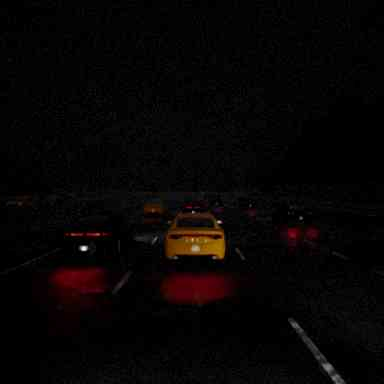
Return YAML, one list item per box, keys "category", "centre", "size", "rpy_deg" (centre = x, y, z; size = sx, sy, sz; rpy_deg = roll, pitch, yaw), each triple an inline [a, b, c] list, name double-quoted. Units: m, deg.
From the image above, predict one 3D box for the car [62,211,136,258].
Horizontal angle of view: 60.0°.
- category: "car"
  centre: [-3.399, 1.513, 12.876]
  size: [1.837, 1.490, 4.892]
  rpy_deg: [0, 0, 0]

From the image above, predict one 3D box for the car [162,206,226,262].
- category: "car"
  centre: [0.101, 1.487, 12.133]
  size: [1.882, 1.535, 5.008]
  rpy_deg: [0, 0, 0]

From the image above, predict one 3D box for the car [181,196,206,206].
- category: "car"
  centre: [0.101, 1.442, 30.066]
  size: [1.837, 1.490, 4.892]
  rpy_deg: [0, 0, 0]

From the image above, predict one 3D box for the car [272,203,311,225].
- category: "car"
  centre: [7.084, 1.496, 23.880]
  size: [1.812, 1.442, 4.674]
  rpy_deg: [0, 0, 0]

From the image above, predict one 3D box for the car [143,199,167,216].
- category: "car"
  centre: [-3.399, 1.407, 31.296]
  size: [1.882, 1.535, 5.008]
  rpy_deg: [0, 0, 0]

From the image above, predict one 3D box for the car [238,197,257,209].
- category: "car"
  centre: [7.100, 1.361, 42.787]
  size: [1.837, 1.490, 4.892]
  rpy_deg: [0, 0, 0]

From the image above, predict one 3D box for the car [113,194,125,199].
- category: "car"
  centre: [-14.004, 1.178, 64.499]
  size: [1.812, 1.442, 4.674]
  rpy_deg: [0, 1, 0]

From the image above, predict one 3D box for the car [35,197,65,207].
- category: "car"
  centre: [-17.585, 1.386, 42.029]
  size: [1.812, 1.442, 4.674]
  rpy_deg: [0, 0, 0]

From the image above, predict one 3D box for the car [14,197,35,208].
- category: "car"
  centre: [-21.079, 1.342, 41.443]
  size: [1.882, 1.535, 5.008]
  rpy_deg: [0, 0, 0]

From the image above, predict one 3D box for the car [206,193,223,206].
- category: "car"
  centre: [3.503, 1.309, 49.739]
  size: [1.837, 1.490, 4.892]
  rpy_deg: [0, 0, 0]

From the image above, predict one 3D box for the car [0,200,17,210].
- category: "car"
  centre: [-14.099, 1.525, 21.884]
  size: [2.033, 1.411, 5.357]
  rpy_deg: [0, 0, 0]

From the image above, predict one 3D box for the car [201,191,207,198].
- category: "car"
  centre: [3.503, 1.045, 74.468]
  size: [1.837, 1.490, 4.892]
  rpy_deg: [0, 1, 0]
